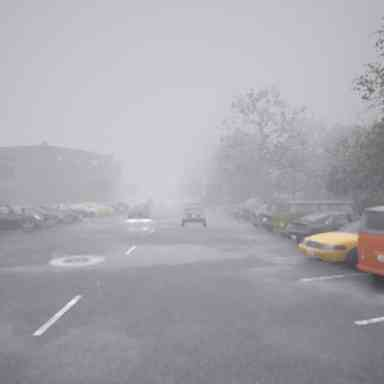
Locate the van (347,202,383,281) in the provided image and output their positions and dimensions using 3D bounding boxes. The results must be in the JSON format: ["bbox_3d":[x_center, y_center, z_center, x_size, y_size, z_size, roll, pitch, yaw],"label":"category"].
[{"bbox_3d":[6.519,1.334,8.526,4.442,1.987,1.878,1,-1,-20],"label":"van"}]

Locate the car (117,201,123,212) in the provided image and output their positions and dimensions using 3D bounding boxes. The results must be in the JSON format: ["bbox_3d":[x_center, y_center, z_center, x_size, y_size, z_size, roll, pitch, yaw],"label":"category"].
[{"bbox_3d":[-11.376,1.898,40.829,4.892,1.521,2.231,-1,-1,-20],"label":"car"}]

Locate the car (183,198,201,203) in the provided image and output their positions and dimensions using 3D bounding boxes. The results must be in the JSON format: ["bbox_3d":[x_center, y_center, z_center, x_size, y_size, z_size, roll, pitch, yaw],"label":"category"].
[{"bbox_3d":[0.447,1.932,43.622,2.128,1.511,4.902,0,-1,5],"label":"car"}]

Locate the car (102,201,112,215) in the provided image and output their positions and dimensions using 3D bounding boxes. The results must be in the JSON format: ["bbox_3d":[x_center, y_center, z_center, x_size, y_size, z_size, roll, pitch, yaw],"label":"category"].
[{"bbox_3d":[-11.547,1.831,34.892,5.366,1.575,1.946,-1,0,-20],"label":"car"}]

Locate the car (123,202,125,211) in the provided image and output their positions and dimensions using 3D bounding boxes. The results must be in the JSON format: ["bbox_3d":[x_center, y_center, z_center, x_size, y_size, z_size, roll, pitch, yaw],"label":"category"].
[{"bbox_3d":[-11.359,1.962,46.691,4.892,1.521,2.231,-1,0,-20],"label":"car"}]

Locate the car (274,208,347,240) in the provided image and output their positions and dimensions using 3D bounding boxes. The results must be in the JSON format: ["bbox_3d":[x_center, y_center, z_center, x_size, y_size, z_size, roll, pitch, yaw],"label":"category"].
[{"bbox_3d":[6.407,1.613,14.370,4.892,1.521,2.231,1,-1,-20],"label":"car"}]

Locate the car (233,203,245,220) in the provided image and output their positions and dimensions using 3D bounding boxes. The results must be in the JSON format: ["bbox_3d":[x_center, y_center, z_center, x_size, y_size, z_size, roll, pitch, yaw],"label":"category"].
[{"bbox_3d":[6.458,1.799,29.104,4.792,1.488,2.163,1,-1,-20],"label":"car"}]

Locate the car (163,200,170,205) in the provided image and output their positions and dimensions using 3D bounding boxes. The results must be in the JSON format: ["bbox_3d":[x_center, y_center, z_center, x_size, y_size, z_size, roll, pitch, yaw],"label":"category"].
[{"bbox_3d":[-5.568,2.882,92.862,2.097,1.535,5.008,0,-2,-27],"label":"car"}]

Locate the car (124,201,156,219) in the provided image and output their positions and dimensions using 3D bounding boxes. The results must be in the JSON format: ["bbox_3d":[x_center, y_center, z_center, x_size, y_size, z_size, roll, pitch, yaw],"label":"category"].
[{"bbox_3d":[-5.038,1.886,32.752,1.994,1.385,4.181,0,-1,0],"label":"car"}]

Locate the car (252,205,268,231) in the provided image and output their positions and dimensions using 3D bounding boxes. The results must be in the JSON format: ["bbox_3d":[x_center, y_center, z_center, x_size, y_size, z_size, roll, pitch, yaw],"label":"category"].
[{"bbox_3d":[6.449,1.703,20.269,4.792,1.488,2.163,1,-1,-20],"label":"car"}]

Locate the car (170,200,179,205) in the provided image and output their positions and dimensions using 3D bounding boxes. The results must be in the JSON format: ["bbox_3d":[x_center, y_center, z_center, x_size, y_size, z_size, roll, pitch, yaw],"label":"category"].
[{"bbox_3d":[-3.368,2.744,87.562,2.231,1.521,4.892,0,-1,-18],"label":"car"}]

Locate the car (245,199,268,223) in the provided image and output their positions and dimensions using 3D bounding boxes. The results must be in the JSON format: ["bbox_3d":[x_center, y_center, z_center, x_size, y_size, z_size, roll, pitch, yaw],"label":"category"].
[{"bbox_3d":[6.399,1.578,23.194,4.553,1.767,2.185,1,-1,-20],"label":"car"}]

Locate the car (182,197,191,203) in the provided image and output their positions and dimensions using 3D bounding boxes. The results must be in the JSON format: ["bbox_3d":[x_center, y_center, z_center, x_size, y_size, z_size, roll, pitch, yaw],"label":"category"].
[{"bbox_3d":[-0.572,2.319,70.416,2.097,1.535,5.008,0,-1,-1],"label":"car"}]

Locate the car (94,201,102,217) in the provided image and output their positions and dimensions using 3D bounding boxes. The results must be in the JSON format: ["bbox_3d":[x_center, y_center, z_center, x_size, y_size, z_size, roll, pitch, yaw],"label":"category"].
[{"bbox_3d":[-11.381,1.840,32.027,4.674,1.452,2.002,-1,-1,-20],"label":"car"}]

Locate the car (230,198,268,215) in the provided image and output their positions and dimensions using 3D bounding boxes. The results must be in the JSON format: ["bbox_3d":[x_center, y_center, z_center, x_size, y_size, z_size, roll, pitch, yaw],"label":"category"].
[{"bbox_3d":[6.413,1.550,32.024,5.566,2.045,2.435,1,0,-20],"label":"car"}]

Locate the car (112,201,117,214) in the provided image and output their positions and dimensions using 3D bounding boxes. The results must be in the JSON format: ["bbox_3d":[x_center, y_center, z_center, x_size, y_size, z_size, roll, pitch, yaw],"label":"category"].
[{"bbox_3d":[-11.374,1.904,37.895,4.674,1.452,2.002,-1,-1,-20],"label":"car"}]

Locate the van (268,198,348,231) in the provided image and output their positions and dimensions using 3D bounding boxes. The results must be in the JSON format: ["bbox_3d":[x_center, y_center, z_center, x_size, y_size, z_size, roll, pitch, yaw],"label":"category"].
[{"bbox_3d":[6.527,1.419,17.362,4.442,1.987,1.878,1,-1,-20],"label":"van"}]

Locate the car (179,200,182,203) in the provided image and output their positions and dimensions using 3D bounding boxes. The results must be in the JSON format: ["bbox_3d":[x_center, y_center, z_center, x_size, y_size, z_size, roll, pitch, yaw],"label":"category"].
[{"bbox_3d":[-0.926,2.203,76.404,2.435,2.045,5.566,0,-2,-7],"label":"car"}]

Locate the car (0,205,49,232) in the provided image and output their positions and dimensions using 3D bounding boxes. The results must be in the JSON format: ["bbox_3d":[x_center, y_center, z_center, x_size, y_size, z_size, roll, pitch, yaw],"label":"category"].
[{"bbox_3d":[-11.425,1.547,20.286,4.553,1.767,2.185,-1,-1,-20],"label":"car"}]

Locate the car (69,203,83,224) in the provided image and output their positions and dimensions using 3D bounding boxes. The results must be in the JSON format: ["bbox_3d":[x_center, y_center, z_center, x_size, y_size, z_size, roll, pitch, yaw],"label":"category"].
[{"bbox_3d":[-11.358,1.765,26.171,4.792,1.488,2.163,-1,-1,-20],"label":"car"}]

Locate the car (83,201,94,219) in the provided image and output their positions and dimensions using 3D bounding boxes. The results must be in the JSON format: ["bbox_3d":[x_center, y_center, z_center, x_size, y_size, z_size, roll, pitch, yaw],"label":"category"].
[{"bbox_3d":[-11.392,1.769,29.097,4.892,1.521,2.231,-1,-1,-20],"label":"car"}]

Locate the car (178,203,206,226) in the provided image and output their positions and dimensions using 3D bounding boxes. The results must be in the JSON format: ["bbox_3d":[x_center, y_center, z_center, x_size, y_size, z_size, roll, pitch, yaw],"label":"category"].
[{"bbox_3d":[0.132,1.795,25.920,2.033,1.411,5.357,0,-1,0],"label":"car"}]

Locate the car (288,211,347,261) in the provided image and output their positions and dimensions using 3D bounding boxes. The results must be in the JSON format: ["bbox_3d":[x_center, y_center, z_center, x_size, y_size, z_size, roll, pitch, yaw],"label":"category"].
[{"bbox_3d":[6.237,1.579,11.361,5.366,1.575,1.946,1,0,-20],"label":"car"}]

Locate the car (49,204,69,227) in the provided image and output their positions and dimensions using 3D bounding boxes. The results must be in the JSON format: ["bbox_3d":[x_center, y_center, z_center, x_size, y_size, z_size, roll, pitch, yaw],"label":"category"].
[{"bbox_3d":[-11.395,1.704,23.225,4.892,1.521,2.231,-1,-1,-20],"label":"car"}]
